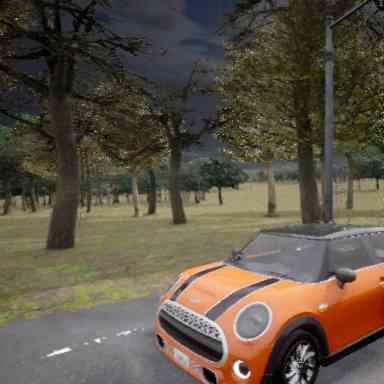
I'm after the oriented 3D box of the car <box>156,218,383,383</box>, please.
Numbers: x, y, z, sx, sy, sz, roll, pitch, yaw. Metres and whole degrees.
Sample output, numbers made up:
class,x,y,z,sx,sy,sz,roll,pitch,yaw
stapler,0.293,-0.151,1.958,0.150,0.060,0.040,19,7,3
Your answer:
class,x,y,z,sx,sy,sz,roll,pitch,yaw
car,1.704,1.348,5.206,4.553,1.767,2.097,0,0,-35
